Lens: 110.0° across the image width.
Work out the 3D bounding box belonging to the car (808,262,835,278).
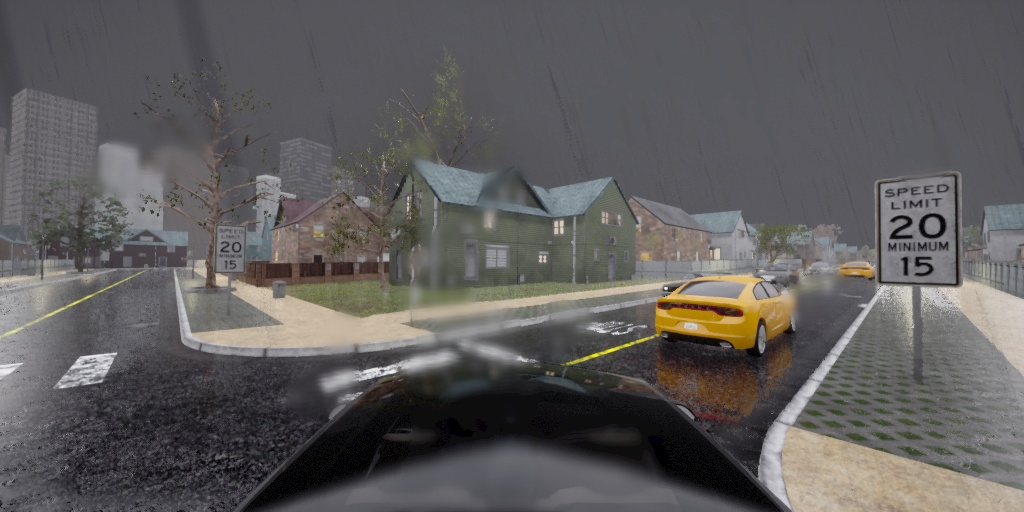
[{"bbox_3d":[29.587,1.307,34.379,4.674,1.442,1.812,0,0,-42],"label":"car"}]

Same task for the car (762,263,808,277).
[{"bbox_3d":[17.295,1.225,23.364,4.902,1.511,2.128,0,-1,-42],"label":"car"}]

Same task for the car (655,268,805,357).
[{"bbox_3d":[5.340,1.217,8.693,5.008,1.535,1.882,0,0,-42],"label":"car"}]

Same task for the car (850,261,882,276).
[{"bbox_3d":[36.534,1.273,36.944,5.357,1.411,2.033,0,-1,-42],"label":"car"}]

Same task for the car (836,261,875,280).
[{"bbox_3d":[29.103,1.189,30.155,5.008,1.535,1.882,0,0,-42],"label":"car"}]

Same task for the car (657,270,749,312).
[{"bbox_3d":[8.154,1.350,15.088,4.718,1.301,1.895,0,0,-42],"label":"car"}]
